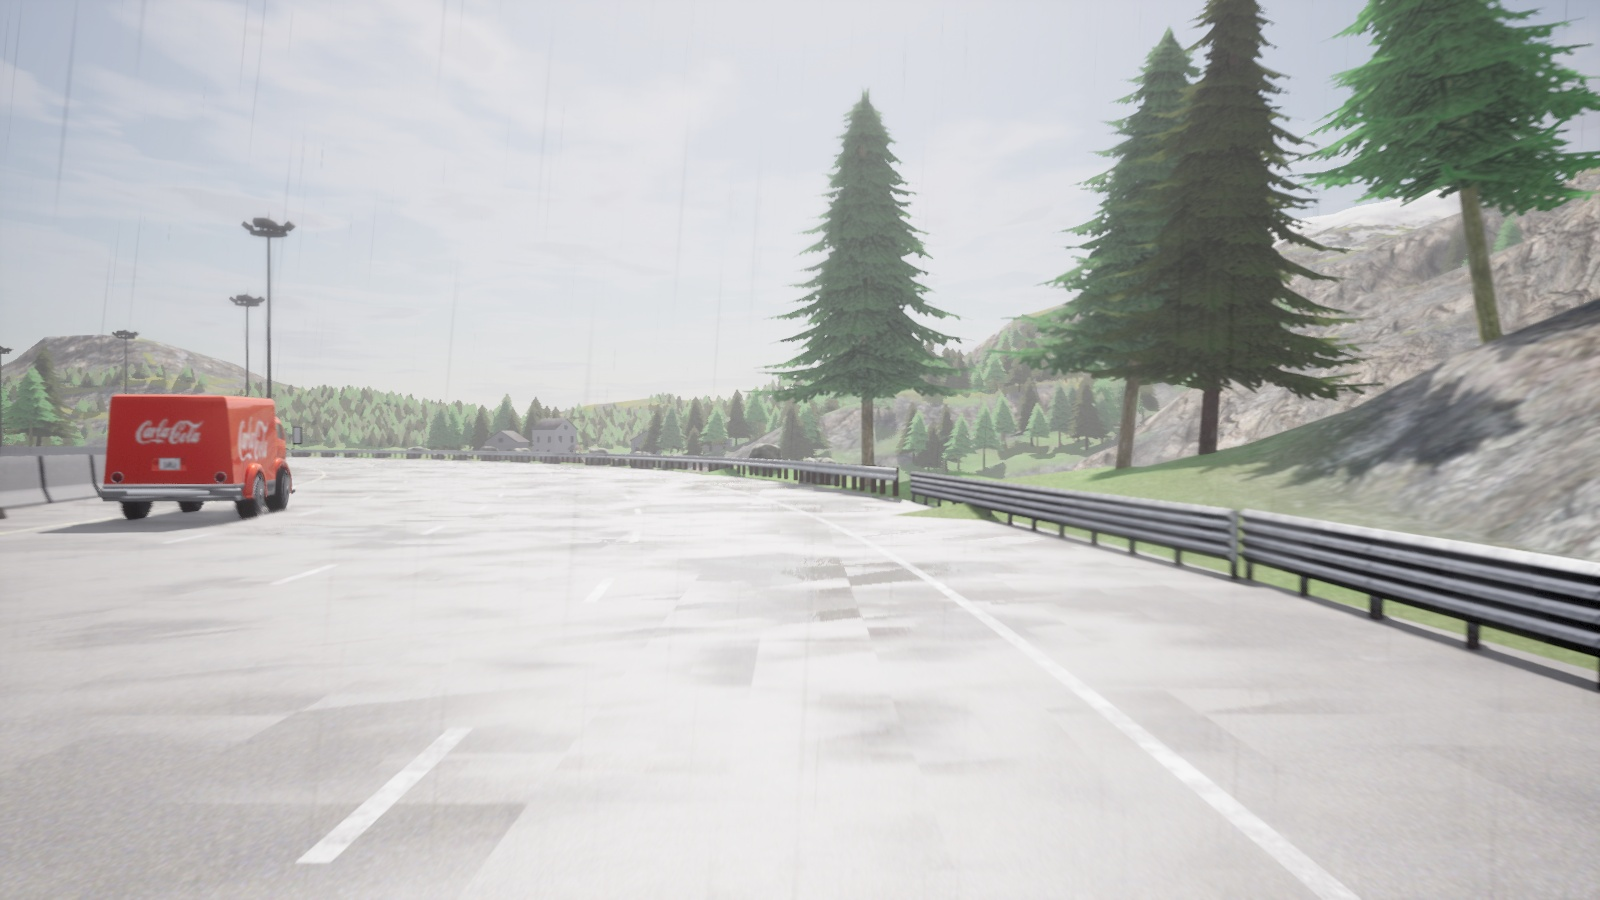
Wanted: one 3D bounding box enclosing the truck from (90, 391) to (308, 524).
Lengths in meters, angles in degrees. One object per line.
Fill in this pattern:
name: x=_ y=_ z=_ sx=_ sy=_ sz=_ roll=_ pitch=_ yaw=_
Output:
truck: x=-12.216 y=0.111 z=26.015 sx=2.627 sy=2.467 sz=5.204 roll=0 pitch=1 yaw=-8
